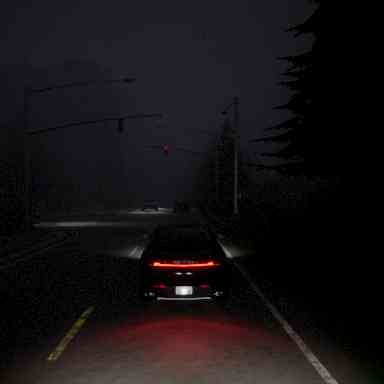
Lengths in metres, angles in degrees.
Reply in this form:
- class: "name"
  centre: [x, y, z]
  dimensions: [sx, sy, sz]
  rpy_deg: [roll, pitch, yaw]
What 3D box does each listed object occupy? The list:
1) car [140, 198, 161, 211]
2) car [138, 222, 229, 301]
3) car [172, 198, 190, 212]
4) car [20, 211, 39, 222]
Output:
- class: "car"
  centre: [-5.137, 1.525, 40.655]
  dimensions: [1.812, 1.442, 4.674]
  rpy_deg: [0, 0, -3]
- class: "car"
  centre: [-0.218, 1.505, 8.343]
  dimensions: [1.837, 1.490, 4.892]
  rpy_deg: [0, 0, -2]
- class: "car"
  centre: [-1.253, 1.477, 38.501]
  dimensions: [1.882, 1.535, 5.008]
  rpy_deg: [0, 0, -3]
- class: "car"
  centre: [-13.214, 1.585, 22.921]
  dimensions: [4.718, 1.301, 1.895]
  rpy_deg: [0, 0, -3]
